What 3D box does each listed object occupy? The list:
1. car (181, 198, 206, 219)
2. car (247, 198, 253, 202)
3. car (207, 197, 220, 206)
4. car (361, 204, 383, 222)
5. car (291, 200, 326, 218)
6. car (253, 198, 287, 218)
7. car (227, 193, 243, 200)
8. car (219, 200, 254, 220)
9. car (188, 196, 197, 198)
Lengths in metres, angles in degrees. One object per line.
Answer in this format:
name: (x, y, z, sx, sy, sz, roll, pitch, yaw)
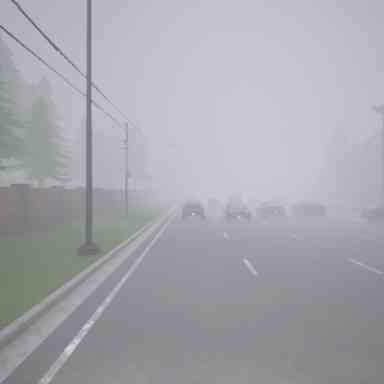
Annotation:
car: (0.113, 1.520, 29.060, 1.837, 1.490, 4.892, 0, 0, 0)
car: (10.542, 1.630, 56.461, 1.895, 1.301, 4.718, 0, 0, 0)
car: (3.529, 1.535, 54.769, 1.837, 1.490, 4.892, 0, 0, 0)
car: (14.110, 1.560, 23.534, 2.033, 1.411, 5.357, 0, 0, 0)
car: (10.613, 1.494, 30.650, 1.882, 1.535, 5.008, 0, 0, 0)
car: (7.100, 1.541, 30.208, 1.812, 1.442, 4.674, 0, 0, 0)
car: (7.030, 1.252, 54.986, 2.150, 2.045, 5.566, 0, 0, 0)
car: (3.613, 1.615, 27.684, 1.895, 1.301, 4.718, 0, 0, 0)
car: (0.036, 1.380, 55.702, 2.097, 1.767, 4.553, 0, 0, 0)
